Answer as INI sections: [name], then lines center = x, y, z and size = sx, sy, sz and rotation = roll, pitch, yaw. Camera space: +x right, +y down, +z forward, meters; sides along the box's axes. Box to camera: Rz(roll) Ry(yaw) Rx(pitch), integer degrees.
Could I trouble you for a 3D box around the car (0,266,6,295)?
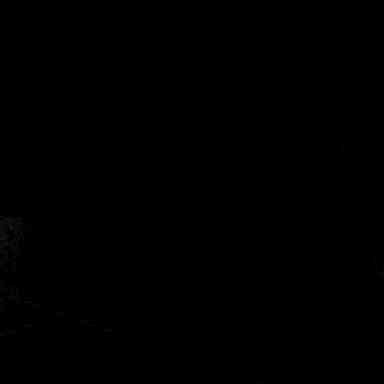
[car]
center = -5.922, 1.588, 7.295
size = 4.829, 1.417, 1.752
rotation = 0, 0, 35
